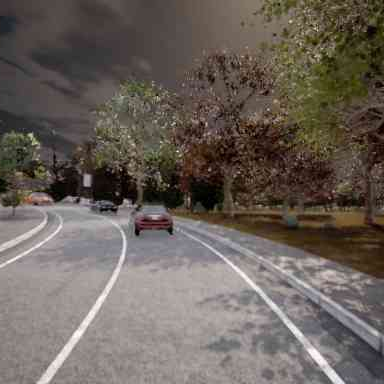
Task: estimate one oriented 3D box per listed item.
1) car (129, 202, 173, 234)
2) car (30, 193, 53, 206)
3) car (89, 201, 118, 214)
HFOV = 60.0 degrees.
[{"bbox_3d":[-2.495,1.411,19.609,2.097,1.767,4.553,2,-1,-15],"label":"car"},{"bbox_3d":[-19.952,0.887,43.729,2.097,1.767,4.553,5,-2,-43],"label":"car"},{"bbox_3d":[-9.586,1.583,35.794,1.895,1.301,4.718,4,-1,-32],"label":"car"}]
